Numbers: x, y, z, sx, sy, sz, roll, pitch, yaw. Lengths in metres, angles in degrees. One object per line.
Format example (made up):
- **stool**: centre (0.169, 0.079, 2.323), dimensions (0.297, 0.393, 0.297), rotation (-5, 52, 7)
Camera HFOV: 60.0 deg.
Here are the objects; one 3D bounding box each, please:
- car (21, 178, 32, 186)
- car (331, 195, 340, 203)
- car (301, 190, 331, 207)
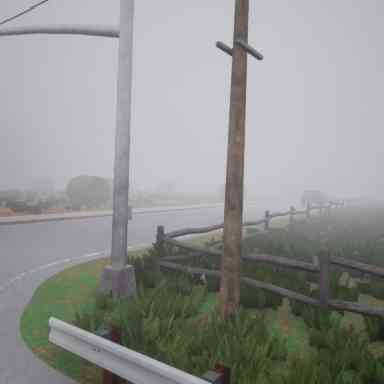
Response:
- **car**: centre (-39.171, -2.324, 79.237), dimensions (1.905, 1.878, 3.866), rotation (8, 2, -13)
- **car**: centre (21.167, 1.133, 50.725), dimensions (1.994, 1.385, 4.181), rotation (3, 2, 33)
- **car**: centre (15.415, 0.811, 41.828), dimensions (2.150, 2.045, 5.566), rotation (3, 2, 34)
